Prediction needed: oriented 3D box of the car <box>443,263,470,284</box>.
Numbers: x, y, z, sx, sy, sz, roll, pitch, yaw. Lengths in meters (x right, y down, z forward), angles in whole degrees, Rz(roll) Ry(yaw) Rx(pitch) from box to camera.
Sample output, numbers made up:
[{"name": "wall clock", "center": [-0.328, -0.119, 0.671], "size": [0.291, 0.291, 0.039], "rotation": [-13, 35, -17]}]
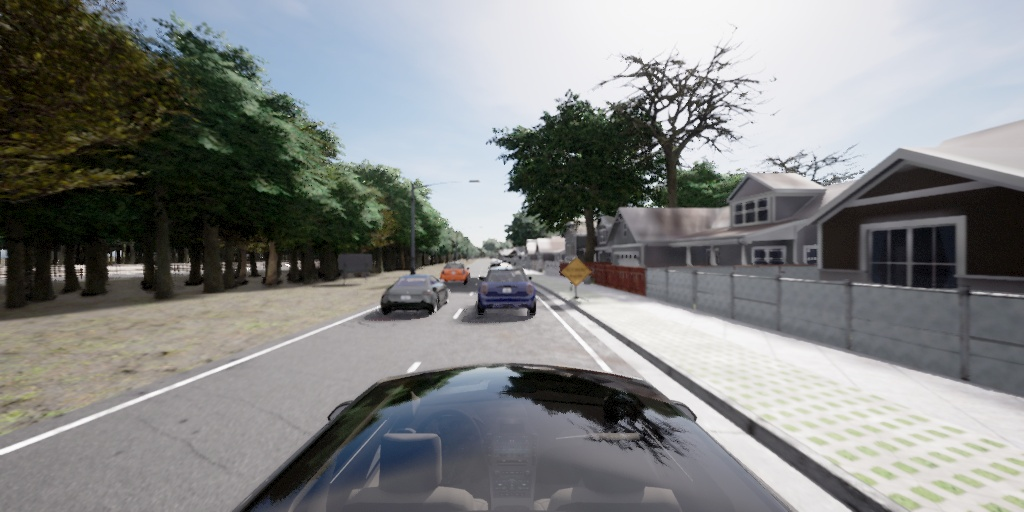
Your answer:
[{"name": "car", "center": [-4.569, 1.314, 29.286], "size": [2.097, 1.767, 4.553], "rotation": [0, 0, -4]}]

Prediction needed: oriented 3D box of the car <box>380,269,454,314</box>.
[{"name": "car", "center": [-3.737, 1.420, 14.395], "size": [1.994, 1.385, 4.181], "rotation": [0, 0, -2]}]

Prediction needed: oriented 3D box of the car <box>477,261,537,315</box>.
[{"name": "car", "center": [-0.234, 1.202, 14.332], "size": [2.097, 1.767, 4.553], "rotation": [0, 0, -2]}]

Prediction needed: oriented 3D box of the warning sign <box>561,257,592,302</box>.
[{"name": "warning sign", "center": [2.760, 0.970, 15.432], "size": [1.300, 1.860, 1.060], "rotation": [0, 0, -2]}]
